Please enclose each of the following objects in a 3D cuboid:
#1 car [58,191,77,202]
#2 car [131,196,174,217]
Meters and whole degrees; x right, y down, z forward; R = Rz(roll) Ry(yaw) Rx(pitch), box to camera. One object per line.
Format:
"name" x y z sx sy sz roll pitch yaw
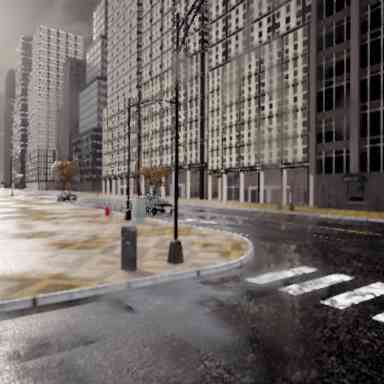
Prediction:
"car" -17.817 0.662 47.499 2.128 1.511 4.902 1 0 -34
"car" -3.135 1.076 26.316 2.128 1.511 4.902 1 1 -35
